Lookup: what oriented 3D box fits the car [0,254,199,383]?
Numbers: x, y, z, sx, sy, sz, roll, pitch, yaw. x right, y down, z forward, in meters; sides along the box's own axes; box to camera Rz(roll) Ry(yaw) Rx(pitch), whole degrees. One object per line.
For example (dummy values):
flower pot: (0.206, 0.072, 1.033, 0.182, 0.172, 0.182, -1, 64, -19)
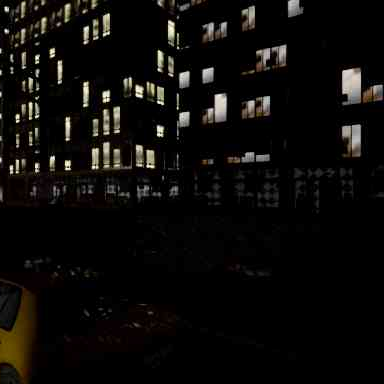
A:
car: (-2.208, 1.525, 4.445, 4.829, 1.417, 1.752, 0, 0, 36)
